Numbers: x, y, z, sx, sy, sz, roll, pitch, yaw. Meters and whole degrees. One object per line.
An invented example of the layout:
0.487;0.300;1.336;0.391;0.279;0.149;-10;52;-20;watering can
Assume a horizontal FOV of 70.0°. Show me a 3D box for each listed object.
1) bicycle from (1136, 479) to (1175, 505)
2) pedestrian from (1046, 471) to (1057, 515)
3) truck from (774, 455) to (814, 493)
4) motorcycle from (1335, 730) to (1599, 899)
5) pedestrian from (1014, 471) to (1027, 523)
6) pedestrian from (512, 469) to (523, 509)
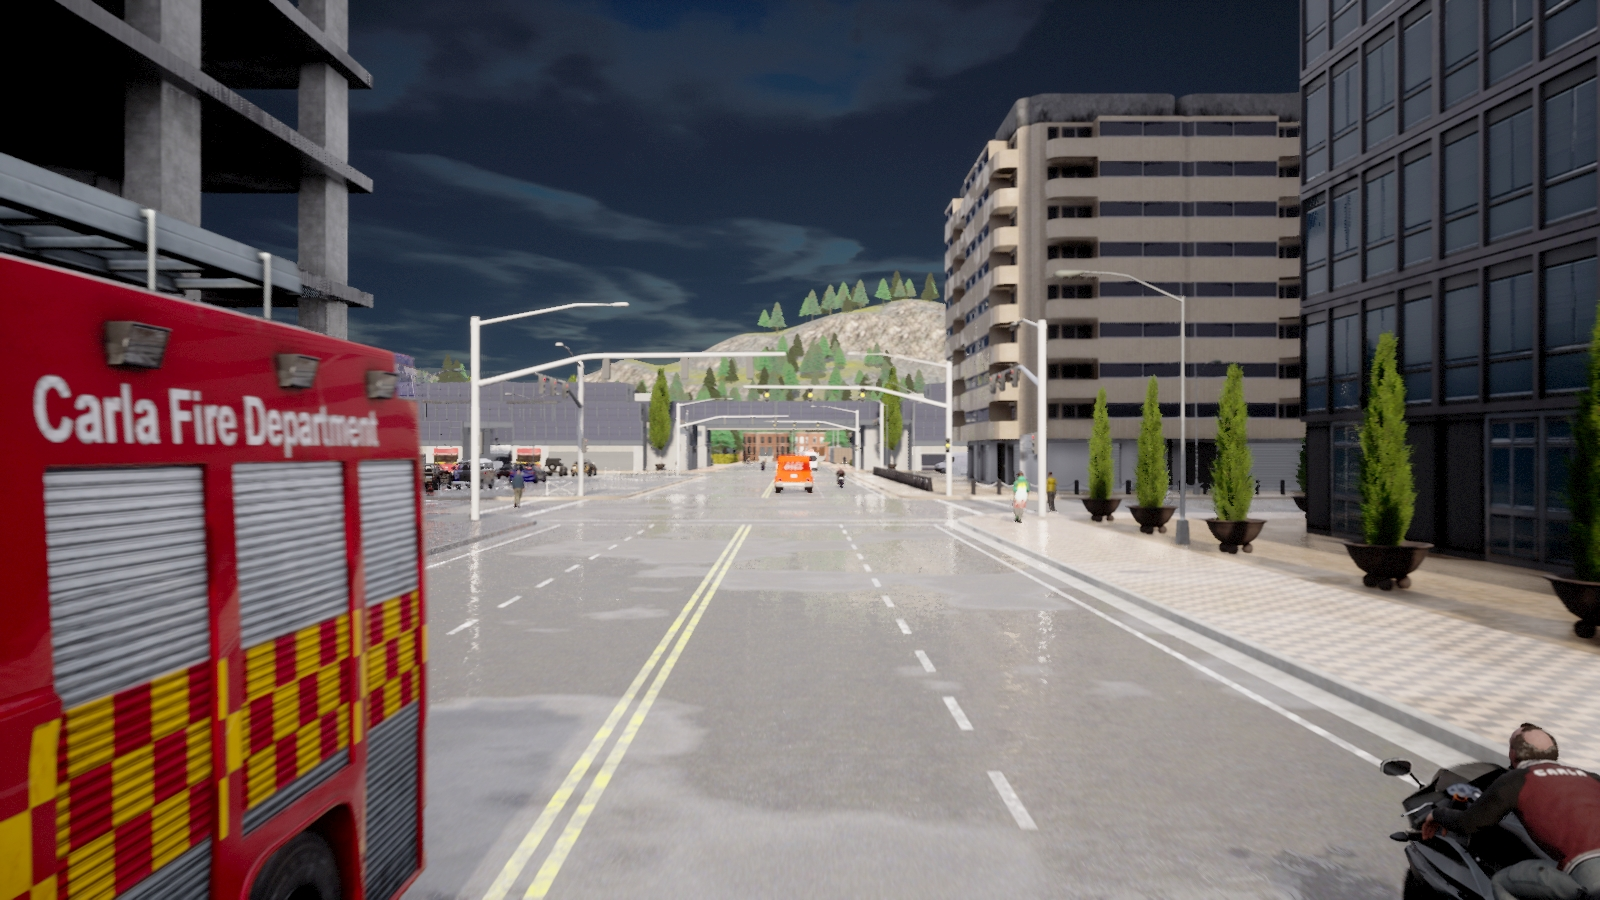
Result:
17.869;2.117;57.482;1.835;1.271;0.329;0;0;-1;bicycle
10.608;1.803;48.192;0.375;1.860;0.375;0;0;-10;pedestrian
-0.407;1.584;76.845;2.627;2.467;5.204;0;0;0;truck
3.465;2.206;5.353;0.867;1.251;2.209;0;0;0;motorcycle
7.983;1.705;41.363;0.375;1.860;0.375;0;0;-4;pedestrian
-13.187;1.805;53.347;0.375;1.860;0.375;0;0;7;pedestrian
